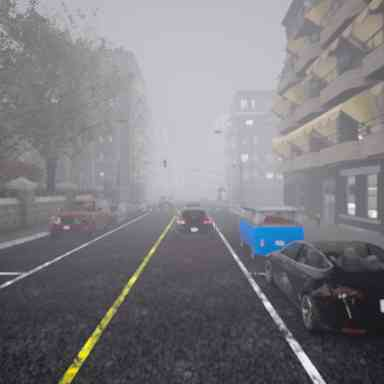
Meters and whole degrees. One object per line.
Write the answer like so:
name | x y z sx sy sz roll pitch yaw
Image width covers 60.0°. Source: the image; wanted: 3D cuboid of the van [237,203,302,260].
van | 2.688 1.326 12.059 1.690 1.788 3.998 0 0 0

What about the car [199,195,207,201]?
car | 2.705 1.457 83.520 1.887 1.381 4.507 0 0 0

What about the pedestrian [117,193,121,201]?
pedestrian | -12.701 0.842 57.606 0.375 1.860 0.375 0 -1 -1

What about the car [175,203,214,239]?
car | 0.103 1.505 17.050 1.812 1.442 4.674 0 0 0

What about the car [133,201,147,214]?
car | -5.685 1.543 34.202 1.802 1.307 4.206 0 0 0

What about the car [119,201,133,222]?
car | -5.688 1.539 23.132 1.947 1.339 4.313 0 0 0

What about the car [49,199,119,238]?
car | -5.691 1.294 17.596 2.192 1.841 5.009 0 0 0

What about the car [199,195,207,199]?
car | 2.704 1.469 77.882 2.008 1.369 4.403 0 0 0

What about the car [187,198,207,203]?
car | 0.107 1.527 31.621 1.994 1.385 4.181 0 0 0

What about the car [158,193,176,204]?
car | -2.992 1.149 39.983 2.033 1.411 5.357 0 0 0

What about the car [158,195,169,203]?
car | -5.679 1.369 66.612 1.967 1.590 4.097 0 0 0

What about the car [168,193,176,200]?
car | -5.674 1.218 94.805 2.192 1.841 5.009 0 0 0

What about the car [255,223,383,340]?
car | 2.688 1.557 6.524 1.947 1.339 4.313 0 0 0
